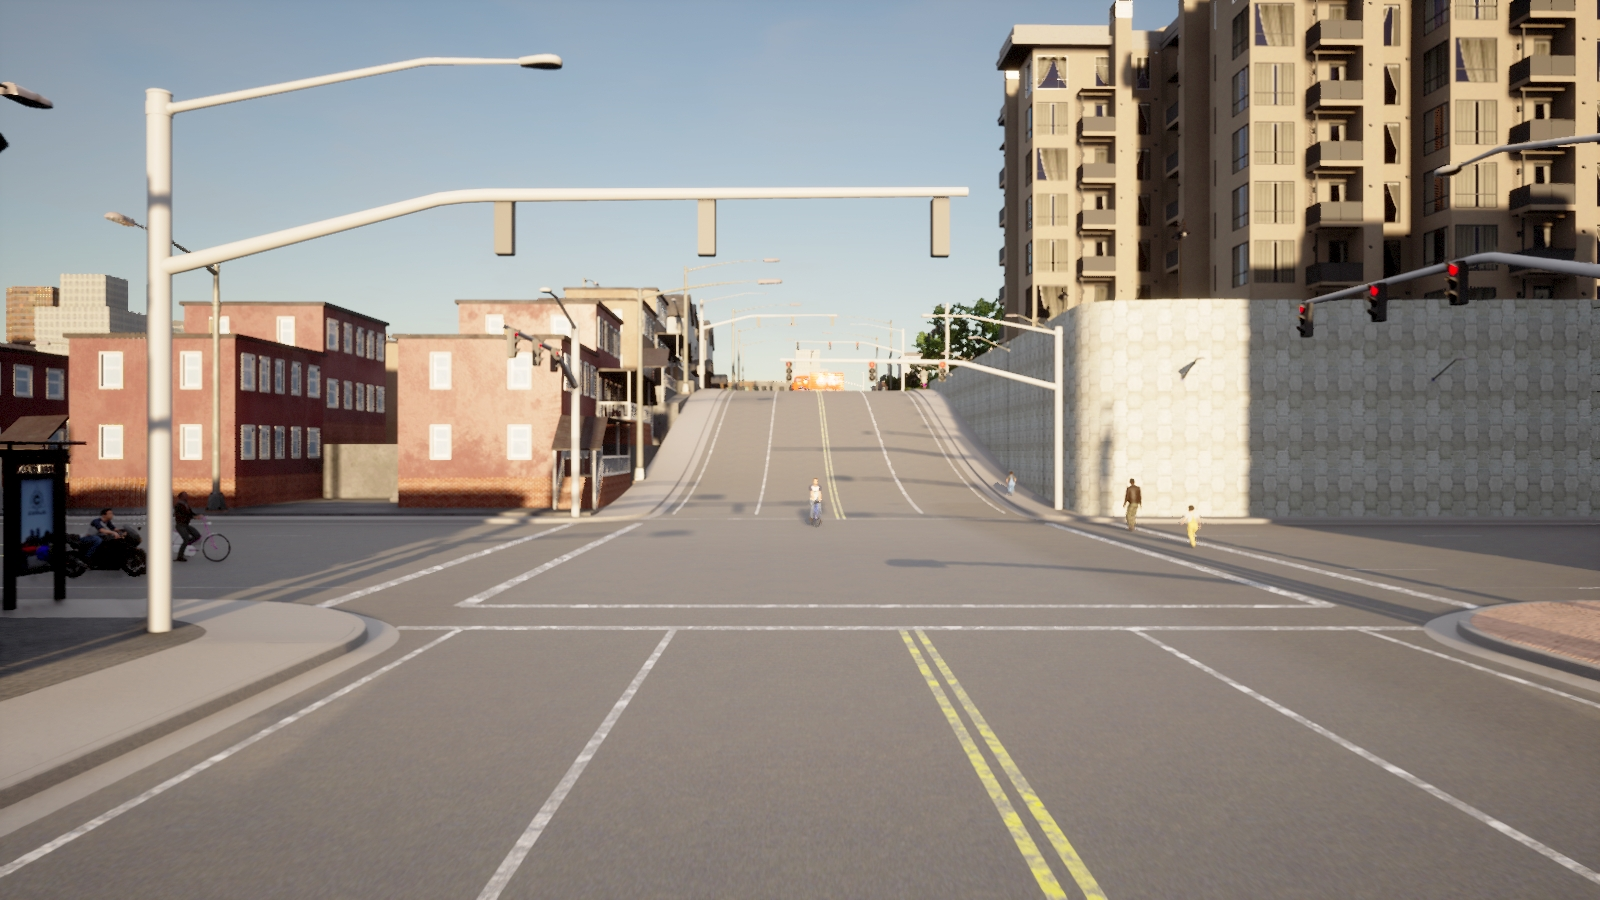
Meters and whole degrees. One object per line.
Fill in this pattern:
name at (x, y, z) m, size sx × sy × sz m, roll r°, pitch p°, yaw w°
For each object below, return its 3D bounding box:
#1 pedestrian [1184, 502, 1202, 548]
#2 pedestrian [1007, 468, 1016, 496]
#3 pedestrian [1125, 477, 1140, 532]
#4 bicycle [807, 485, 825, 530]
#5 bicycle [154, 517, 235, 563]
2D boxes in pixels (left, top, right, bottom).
pedestrian at (11.211, 2.127, 32.571) m, size 0.375 × 1.300 × 0.375 m, roll 0°, pitch 0°, yaw -5°
pedestrian at (9.991, 1.513, 54.000) m, size 0.375 × 1.300 × 0.375 m, roll 0°, pitch 0°, yaw 1°
pedestrian at (11.308, 1.847, 38.891) m, size 0.375 × 1.860 × 0.375 m, roll 0°, pitch 0°, yaw -5°
bicycle at (0.563, 2.043, 41.130) m, size 0.373 × 1.521 × 1.643 m, roll 0°, pitch 0°, yaw -9°
bicycle at (-15.079, 2.232, 28.448) m, size 1.835 × 1.126 × 0.329 m, roll 0°, pitch 0°, yaw 0°
